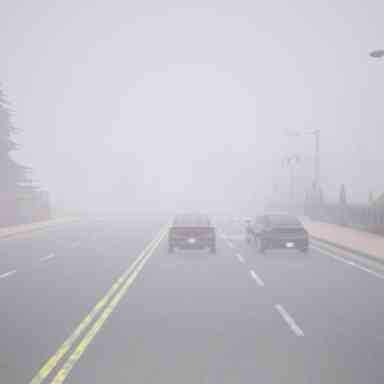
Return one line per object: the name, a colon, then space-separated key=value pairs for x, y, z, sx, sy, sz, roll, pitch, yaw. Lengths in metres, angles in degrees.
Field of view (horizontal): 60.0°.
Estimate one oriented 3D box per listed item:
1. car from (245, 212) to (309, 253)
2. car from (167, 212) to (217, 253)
car: x=3.502 y=1.642 z=14.310 sx=1.837 sy=1.490 sz=4.892 roll=0 pitch=0 yaw=0
car: x=0.003 y=1.614 z=14.484 sx=1.882 sy=1.535 sz=5.008 roll=0 pitch=0 yaw=0
